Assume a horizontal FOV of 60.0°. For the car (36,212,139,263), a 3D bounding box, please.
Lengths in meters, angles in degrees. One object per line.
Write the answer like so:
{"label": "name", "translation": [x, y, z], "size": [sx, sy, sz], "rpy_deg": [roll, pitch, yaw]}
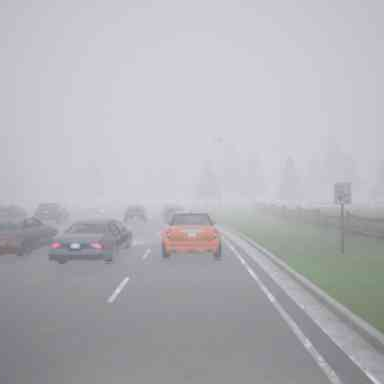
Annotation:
{"label": "car", "translation": [-3.513, 1.690, 12.467], "size": [2.033, 1.411, 5.357], "rpy_deg": [0, -1, 0]}

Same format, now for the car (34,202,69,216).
{"label": "car", "translation": [-12.012, 1.675, 28.564], "size": [2.097, 1.767, 4.553], "rpy_deg": [0, -1, -10]}

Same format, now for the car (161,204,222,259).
{"label": "car", "translation": [-0.055, 1.504, 13.386], "size": [2.097, 1.767, 4.553], "rpy_deg": [0, -1, -1]}

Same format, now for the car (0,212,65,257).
{"label": "car", "translation": [-7.059, 1.720, 13.576], "size": [1.994, 1.385, 4.181], "rpy_deg": [0, -1, -2]}

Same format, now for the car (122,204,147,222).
{"label": "car", "translation": [-5.111, 1.845, 29.740], "size": [1.837, 1.490, 4.892], "rpy_deg": [0, 0, -11]}

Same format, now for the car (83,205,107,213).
{"label": "car", "translation": [-8.642, 1.861, 29.570], "size": [1.812, 1.442, 4.674], "rpy_deg": [0, 0, -11]}

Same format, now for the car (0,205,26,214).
{"label": "car", "translation": [-15.479, 1.812, 28.091], "size": [2.128, 1.511, 4.902], "rpy_deg": [0, -1, -11]}

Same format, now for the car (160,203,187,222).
{"label": "car", "translation": [-1.798, 1.829, 31.017], "size": [1.882, 1.535, 5.008], "rpy_deg": [0, 0, -11]}
